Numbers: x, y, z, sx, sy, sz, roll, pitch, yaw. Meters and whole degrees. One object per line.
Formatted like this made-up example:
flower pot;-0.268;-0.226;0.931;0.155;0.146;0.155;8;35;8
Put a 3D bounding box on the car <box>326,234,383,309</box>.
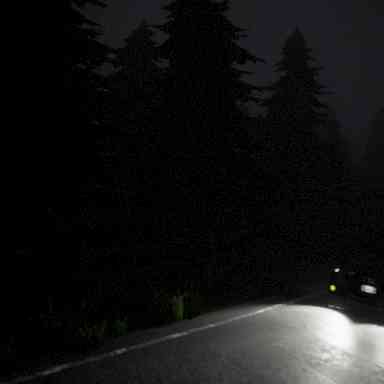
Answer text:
car;4.862;1.671;7.493;4.181;1.385;1.994;1;-1;-39
